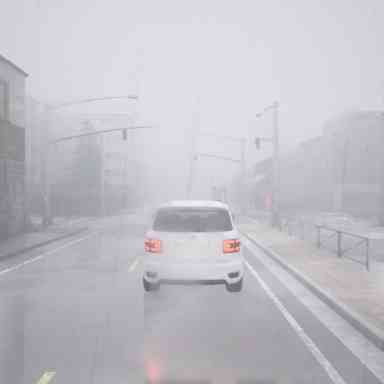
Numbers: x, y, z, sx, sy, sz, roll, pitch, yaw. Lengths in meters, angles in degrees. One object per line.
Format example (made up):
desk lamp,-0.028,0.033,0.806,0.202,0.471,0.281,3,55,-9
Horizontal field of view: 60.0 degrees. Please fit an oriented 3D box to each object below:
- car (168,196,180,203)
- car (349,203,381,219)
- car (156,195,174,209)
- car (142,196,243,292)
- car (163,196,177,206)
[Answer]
car,-3.661,1.547,68.562,2.033,1.411,5.357,0,0,0
car,16.648,1.740,30.262,4.181,1.385,1.994,0,0,0
car,-3.703,1.352,46.586,2.097,1.767,4.553,0,0,0
car,0.033,1.221,9.074,2.150,2.045,5.566,0,0,1
car,-3.711,1.491,56.967,2.128,1.511,4.902,0,0,0
